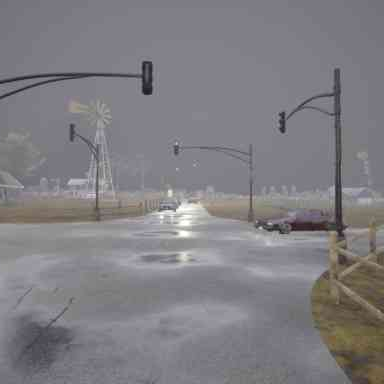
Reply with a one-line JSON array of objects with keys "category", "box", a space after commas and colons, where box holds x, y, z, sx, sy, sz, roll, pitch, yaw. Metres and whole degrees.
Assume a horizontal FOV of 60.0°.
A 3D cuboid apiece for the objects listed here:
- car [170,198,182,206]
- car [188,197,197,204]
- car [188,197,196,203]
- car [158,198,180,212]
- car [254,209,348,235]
[{"category": "car", "box": [-2.843, 1.795, 58.502, 1.895, 1.301, 4.718, 0, 0, 0]}, {"category": "car", "box": [0.084, 1.788, 69.110, 1.812, 1.442, 4.674, 0, 0, 0]}, {"category": "car", "box": [-0.010, 1.860, 79.122, 1.812, 1.442, 4.674, 0, 0, 0]}, {"category": "car", "box": [-2.862, 1.661, 39.779, 1.994, 1.385, 4.181, 0, 0, 0]}, {"category": "car", "box": [6.324, 1.670, 19.193, 5.357, 1.411, 2.033, 2, -1, -18]}]
